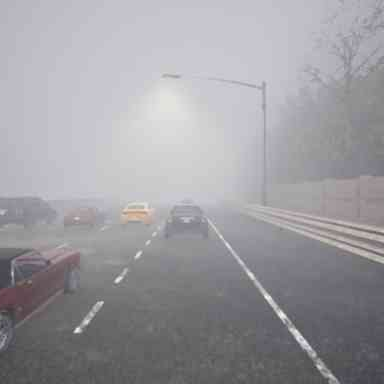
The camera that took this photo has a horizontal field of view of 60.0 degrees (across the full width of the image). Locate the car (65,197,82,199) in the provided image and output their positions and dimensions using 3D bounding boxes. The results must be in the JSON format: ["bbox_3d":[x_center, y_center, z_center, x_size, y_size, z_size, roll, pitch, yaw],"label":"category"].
[{"bbox_3d":[-21.973,1.771,63.561,1.994,1.385,4.181,0,0,-1],"label":"car"}]

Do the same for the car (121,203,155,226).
[{"bbox_3d":[-3.770,1.534,23.827,1.882,1.535,5.008,0,0,-1],"label":"car"}]

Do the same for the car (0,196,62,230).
[{"bbox_3d":[-10.742,1.283,21.487,2.150,2.045,5.566,0,0,-1],"label":"car"}]

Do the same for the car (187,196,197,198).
[{"bbox_3d":[-0.653,1.604,42.503,1.837,1.490,4.892,0,0,-1],"label":"car"}]

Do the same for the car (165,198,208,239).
[{"bbox_3d":[-0.281,1.389,17.795,2.097,1.767,4.553,0,0,-1],"label":"car"}]

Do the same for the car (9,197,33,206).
[{"bbox_3d":[-32.467,1.752,63.376,2.128,1.511,4.902,0,0,-1],"label":"car"}]

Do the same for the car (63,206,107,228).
[{"bbox_3d":[-7.256,1.623,22.890,1.994,1.385,4.181,0,0,-1],"label":"car"}]

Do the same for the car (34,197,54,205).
[{"bbox_3d":[-28.994,1.743,65.227,1.812,1.442,4.674,0,0,-1],"label":"car"}]

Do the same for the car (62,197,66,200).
[{"bbox_3d":[-25.500,1.736,65.697,2.128,1.511,4.902,0,0,-1],"label":"car"}]

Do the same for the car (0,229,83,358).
[{"bbox_3d":[-3.501,1.618,5.856,1.895,1.301,4.718,0,0,-1],"label":"car"}]
